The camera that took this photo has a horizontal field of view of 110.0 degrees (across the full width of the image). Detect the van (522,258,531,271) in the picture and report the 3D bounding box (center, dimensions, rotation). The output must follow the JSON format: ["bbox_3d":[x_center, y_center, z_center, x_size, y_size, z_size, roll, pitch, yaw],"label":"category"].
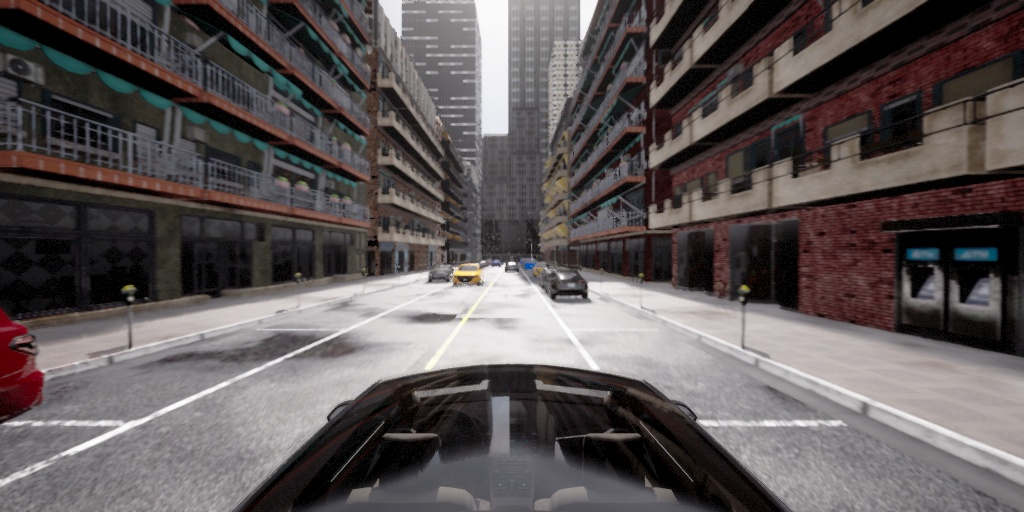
[{"bbox_3d":[2.684,1.229,51.875,1.690,1.789,3.998,0,0,0],"label":"van"}]

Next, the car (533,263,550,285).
[{"bbox_3d":[2.687,1.360,23.866,2.007,1.370,4.403,0,0,0],"label":"car"}]

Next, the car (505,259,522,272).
[{"bbox_3d":[0.002,1.444,48.813,1.994,1.385,4.181,0,0,0],"label":"car"}]

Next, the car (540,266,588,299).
[{"bbox_3d":[2.687,1.361,18.263,1.948,1.339,4.313,0,0,0],"label":"car"}]

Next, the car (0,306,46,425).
[{"bbox_3d":[-5.692,1.064,1.485,2.192,1.841,5.009,0,0,0],"label":"car"}]

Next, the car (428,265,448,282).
[{"bbox_3d":[-5.695,1.376,29.495,2.007,1.370,4.403,0,0,0],"label":"car"}]

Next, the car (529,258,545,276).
[{"bbox_3d":[2.996,1.299,36.071,1.801,1.575,5.366,0,0,0],"label":"car"}]

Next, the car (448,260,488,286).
[{"bbox_3d":[-3.098,1.294,26.140,1.882,1.535,5.008,0,0,0],"label":"car"}]
